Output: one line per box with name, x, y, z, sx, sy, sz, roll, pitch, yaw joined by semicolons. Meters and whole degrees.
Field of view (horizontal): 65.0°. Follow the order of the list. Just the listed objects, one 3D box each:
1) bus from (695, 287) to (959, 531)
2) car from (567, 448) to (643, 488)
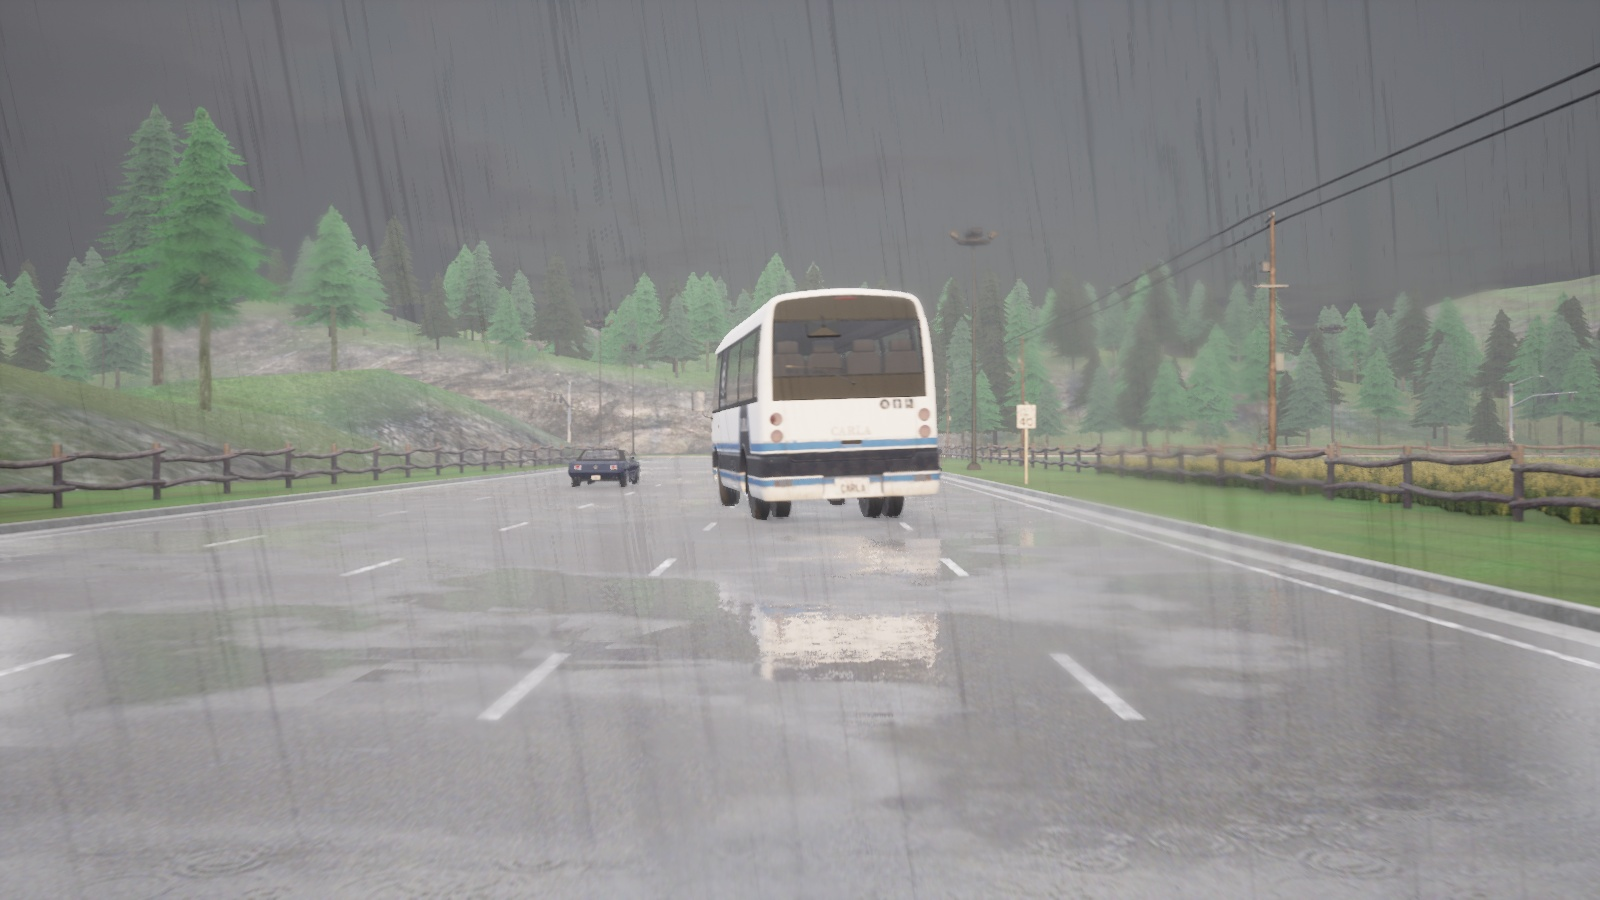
bus;0.095;-0.785;27.561;3.944;4.253;10.273;-2;1;-9
car;-6.738;0.594;43.803;1.895;1.301;4.718;0;0;0
